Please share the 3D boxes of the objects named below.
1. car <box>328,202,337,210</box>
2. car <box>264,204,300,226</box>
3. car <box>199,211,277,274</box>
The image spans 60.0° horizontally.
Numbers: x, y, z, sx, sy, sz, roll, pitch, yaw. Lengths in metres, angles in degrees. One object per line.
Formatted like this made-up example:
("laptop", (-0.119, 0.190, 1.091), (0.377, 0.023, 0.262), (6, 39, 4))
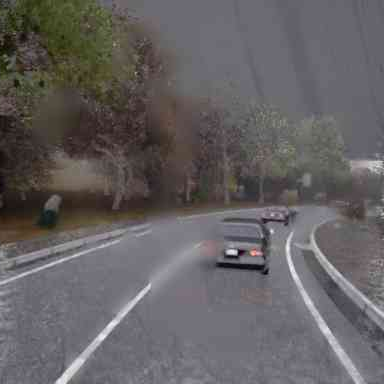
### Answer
("car", (21.562, 1.930, 48.468), (4.674, 1.442, 1.812), (3, 3, -42))
("car", (6.538, 1.624, 24.412), (2.033, 1.411, 5.357), (3, 1, 28))
("car", (1.593, 1.548, 10.723), (2.033, 1.411, 5.357), (1, 0, 14))
